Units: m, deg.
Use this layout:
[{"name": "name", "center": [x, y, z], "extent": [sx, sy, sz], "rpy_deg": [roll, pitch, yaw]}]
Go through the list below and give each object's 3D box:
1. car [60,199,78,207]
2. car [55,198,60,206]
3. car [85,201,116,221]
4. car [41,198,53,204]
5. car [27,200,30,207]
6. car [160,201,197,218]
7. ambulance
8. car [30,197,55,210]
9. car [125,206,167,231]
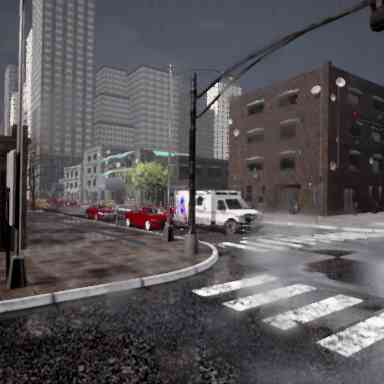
[{"name": "car", "center": [-24.590, 2.102, 67.335], "extent": [1.967, 1.590, 4.097], "rpy_deg": [1, -1, -35]}, {"name": "car", "center": [-27.761, 2.294, 71.867], "extent": [1.802, 1.307, 4.206], "rpy_deg": [1, -1, -35]}, {"name": "car", "center": [-7.934, 1.723, 28.674], "extent": [1.802, 1.307, 4.206], "rpy_deg": [1, -1, -35]}, {"name": "car", "center": [-37.372, 2.391, 85.609], "extent": [1.752, 1.417, 4.829], "rpy_deg": [1, -1, -35]}, {"name": "car", "center": [-28.468, 2.006, 58.247], "extent": [1.887, 1.381, 4.507], "rpy_deg": [1, -1, -35]}, {"name": "car", "center": [-1.485, 1.750, 34.527], "extent": [1.967, 1.590, 4.097], "rpy_deg": [1, -1, -35]}, {"name": "ambulance", "center": [1.440, 1.120, 20.222], "extent": [2.351, 2.431, 6.366], "rpy_deg": [1, -1, -35]}, {"name": "car", "center": [-22.071, 1.885, 49.009], "extent": [1.752, 1.417, 4.829], "rpy_deg": [1, -1, -35]}, {"name": "car", "center": [-2.774, 1.609, 21.298], "extent": [1.887, 1.381, 4.507], "rpy_deg": [1, -1, -35]}]
